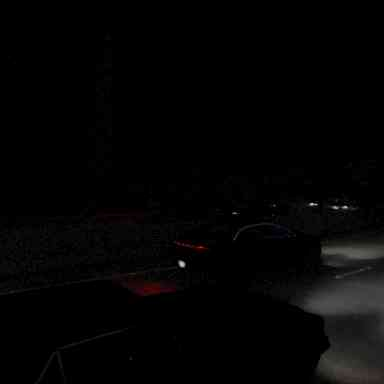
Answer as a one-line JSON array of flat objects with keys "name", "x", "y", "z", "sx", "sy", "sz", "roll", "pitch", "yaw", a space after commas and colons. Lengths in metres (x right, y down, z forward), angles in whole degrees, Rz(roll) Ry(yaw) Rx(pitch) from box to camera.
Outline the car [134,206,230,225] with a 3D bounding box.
[{"name": "car", "x": -0.608, "y": 1.515, "z": 16.719, "sx": 4.892, "sy": 1.490, "sz": 1.837, "roll": 0, "pitch": 0, "yaw": -38}]

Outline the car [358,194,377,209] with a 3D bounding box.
[{"name": "car", "x": 25.920, "y": 1.383, "z": 49.221, "sx": 2.150, "sy": 2.045, "sz": 5.566, "roll": 0, "pitch": 0, "yaw": 27}]

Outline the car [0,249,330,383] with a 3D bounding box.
[{"name": "car", "x": -0.749, "y": 1.602, "z": 3.214, "sx": 4.718, "sy": 1.301, "sz": 1.895, "roll": 0, "pitch": 0, "yaw": -36}]

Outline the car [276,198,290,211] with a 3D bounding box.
[{"name": "car", "x": 8.703, "y": 1.420, "z": 35.451, "sx": 2.097, "sy": 1.767, "sz": 4.553, "roll": 0, "pitch": 0, "yaw": 39}]

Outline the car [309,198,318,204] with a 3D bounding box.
[{"name": "car", "x": 26.377, "y": 1.881, "z": 71.696, "sx": 1.994, "sy": 1.385, "sz": 4.181, "roll": 0, "pitch": 0, "yaw": 13}]

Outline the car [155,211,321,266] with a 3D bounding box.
[{"name": "car", "x": 1.695, "y": 1.497, "z": 9.357, "sx": 4.902, "sy": 1.511, "sz": 2.128, "roll": 0, "pitch": 0, "yaw": -37}]

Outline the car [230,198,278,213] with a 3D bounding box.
[{"name": "car", "x": 4.187, "y": 1.509, "z": 25.449, "sx": 5.008, "sy": 1.535, "sz": 1.882, "roll": 0, "pitch": 0, "yaw": -44}]

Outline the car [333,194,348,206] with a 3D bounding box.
[{"name": "car", "x": 26.540, "y": 1.449, "z": 59.473, "sx": 2.150, "sy": 2.045, "sz": 5.566, "roll": 0, "pitch": 0, "yaw": 20}]
